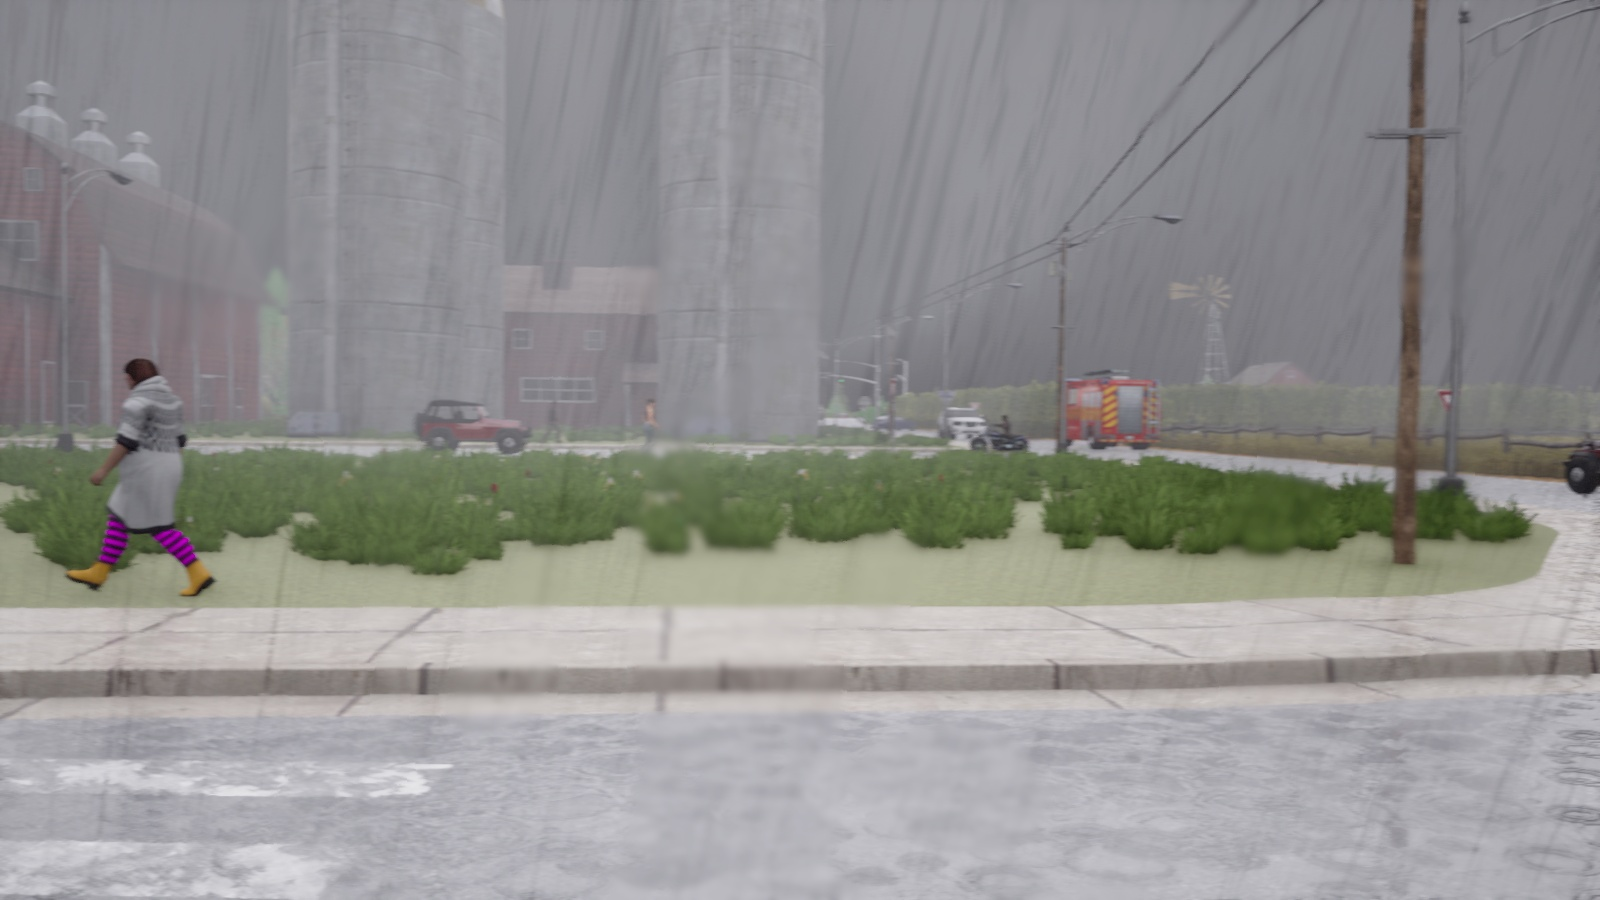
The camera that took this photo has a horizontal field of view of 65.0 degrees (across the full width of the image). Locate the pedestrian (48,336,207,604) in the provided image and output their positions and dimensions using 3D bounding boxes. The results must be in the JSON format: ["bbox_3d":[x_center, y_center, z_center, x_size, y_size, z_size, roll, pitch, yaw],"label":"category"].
[{"bbox_3d":[-5.072,0.142,9.517,0.873,1.952,0.659,1,2,-7],"label":"pedestrian"}]

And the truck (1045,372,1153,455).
[{"bbox_3d":[14.868,-1.836,63.287,2.891,3.827,8.468,1,2,-3],"label":"truck"}]

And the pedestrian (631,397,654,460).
[{"bbox_3d":[-4.618,-0.641,36.810,0.594,1.836,0.345,0,2,-23],"label":"pedestrian"}]

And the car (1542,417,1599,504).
[{"bbox_3d":[18.335,0.243,27.180,1.905,1.878,3.866,1,2,-6],"label":"car"}]

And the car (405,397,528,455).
[{"bbox_3d":[-11.537,-0.838,43.595,3.866,1.878,1.905,1,2,-6],"label":"car"}]

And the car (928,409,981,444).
[{"bbox_3d":[9.720,-1.525,79.423,2.150,2.045,5.566,1,2,-6],"label":"car"}]

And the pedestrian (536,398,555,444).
[{"bbox_3d":[-10.477,-1.191,51.659,0.703,1.840,0.431,1,2,-17],"label":"pedestrian"}]

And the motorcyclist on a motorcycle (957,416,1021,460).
[{"bbox_3d":[7.370,-0.461,49.117,2.350,1.649,0.766,1,2,2],"label":"motorcyclist on a motorcycle"}]
